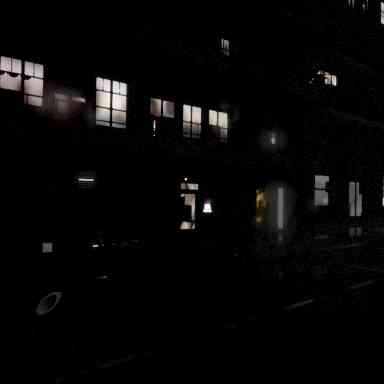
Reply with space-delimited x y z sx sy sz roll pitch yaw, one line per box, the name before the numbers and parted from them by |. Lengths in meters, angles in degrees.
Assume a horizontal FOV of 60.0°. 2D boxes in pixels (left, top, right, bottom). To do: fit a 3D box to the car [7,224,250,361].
car | -0.942 1.441 5.876 4.097 1.590 1.967 0 1 -36
